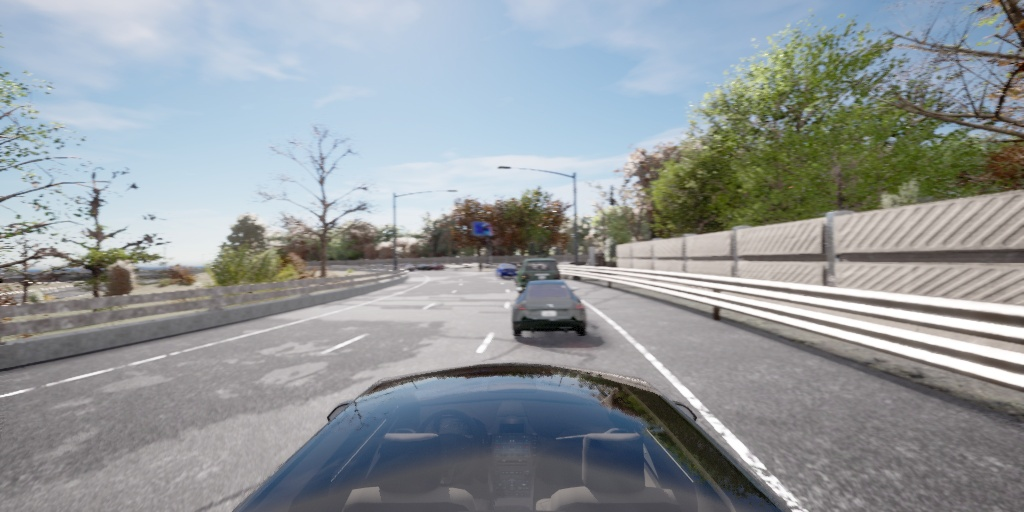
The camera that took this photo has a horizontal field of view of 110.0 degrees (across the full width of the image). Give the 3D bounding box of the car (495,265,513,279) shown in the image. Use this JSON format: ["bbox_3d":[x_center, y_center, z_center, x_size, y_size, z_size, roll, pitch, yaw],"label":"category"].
[{"bbox_3d":[-0.692,1.713,40.490,1.882,1.535,5.008,-1,-1,-11],"label":"car"}]

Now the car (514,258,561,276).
[{"bbox_3d":[1.403,1.162,19.616,2.150,2.045,5.566,-1,-1,-1],"label":"car"}]

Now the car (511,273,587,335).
[{"bbox_3d":[1.065,1.404,10.812,1.994,1.385,4.181,-1,-1,4],"label":"car"}]

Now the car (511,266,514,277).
[{"bbox_3d":[1.268,1.598,27.069,1.994,1.385,4.181,-1,-1,-4],"label":"car"}]
